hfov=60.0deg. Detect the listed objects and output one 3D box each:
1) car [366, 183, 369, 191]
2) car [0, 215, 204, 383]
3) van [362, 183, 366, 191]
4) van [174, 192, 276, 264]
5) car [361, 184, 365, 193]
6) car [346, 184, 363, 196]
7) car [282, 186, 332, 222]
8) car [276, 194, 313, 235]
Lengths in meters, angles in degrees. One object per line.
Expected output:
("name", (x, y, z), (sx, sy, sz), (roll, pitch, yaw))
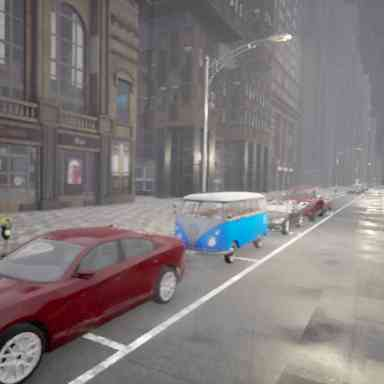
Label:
("car", (37.201, -0.700, 73.396), (1.947, 1.339, 4.313), (3, 3, 30))
("car", (-1.769, 1.264, 5.098), (1.887, 1.381, 4.507), (3, 3, 30))
("van", (31.639, -0.644, 63.629), (1.690, 1.788, 3.998), (3, 3, 30))
("van", (1.020, 0.917, 9.968), (1.690, 1.788, 3.998), (3, 3, 30))
("car", (28.850, -0.279, 58.761), (1.947, 1.339, 4.313), (3, 3, 30))
("car", (26.066, -0.122, 53.883), (1.802, 1.307, 4.206), (3, 3, 30))
("car", (6.588, 0.604, 19.723), (2.192, 1.841, 5.009), (3, 3, 30))
("car", (3.798, 0.983, 14.855), (2.008, 1.369, 4.403), (3, 3, 30))
